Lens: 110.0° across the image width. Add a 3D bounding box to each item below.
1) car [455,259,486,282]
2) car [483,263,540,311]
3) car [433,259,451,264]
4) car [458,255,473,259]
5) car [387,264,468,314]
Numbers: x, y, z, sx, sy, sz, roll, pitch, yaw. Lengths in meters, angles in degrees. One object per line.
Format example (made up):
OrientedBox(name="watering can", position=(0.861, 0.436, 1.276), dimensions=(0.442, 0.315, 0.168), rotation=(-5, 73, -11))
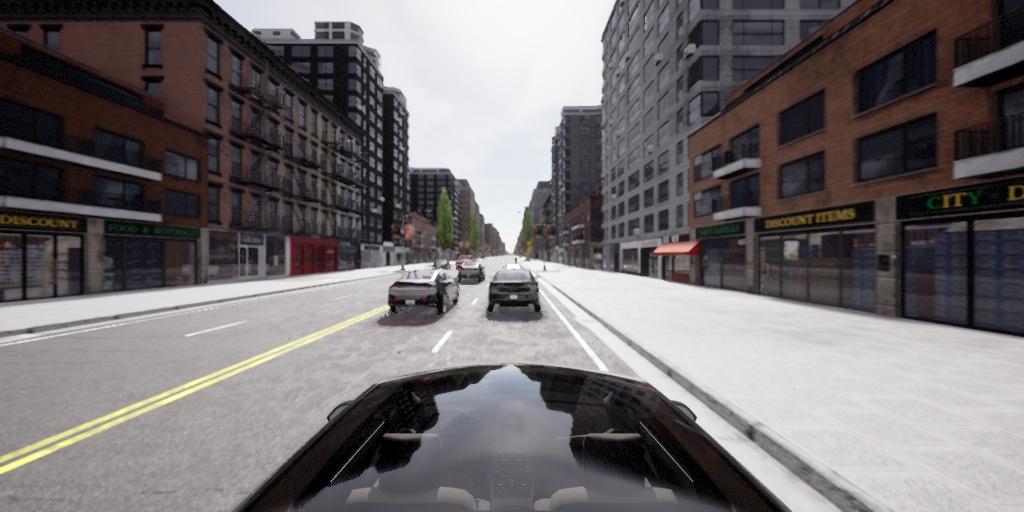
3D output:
OrientedBox(name="car", position=(-3.172, 1.220, 28.793), dimensions=(2.128, 1.511, 4.902), rotation=(0, 0, 0))
OrientedBox(name="car", position=(0.079, 1.217, 14.507), dimensions=(1.882, 1.535, 5.008), rotation=(0, 0, 0))
OrientedBox(name="car", position=(-9.821, 1.195, 50.346), dimensions=(2.128, 1.511, 4.902), rotation=(0, 0, 0))
OrientedBox(name="car", position=(-6.574, 0.925, 50.253), dimensions=(2.150, 2.045, 5.566), rotation=(0, 0, 0))
OrientedBox(name="car", position=(-3.177, 1.233, 13.674), dimensions=(2.128, 1.511, 4.902), rotation=(0, 0, 0))
